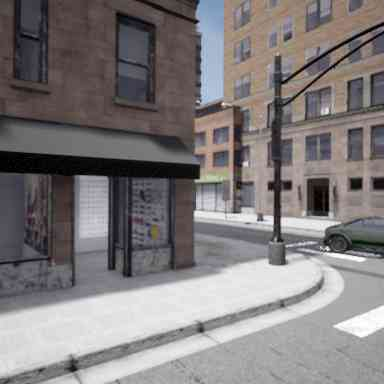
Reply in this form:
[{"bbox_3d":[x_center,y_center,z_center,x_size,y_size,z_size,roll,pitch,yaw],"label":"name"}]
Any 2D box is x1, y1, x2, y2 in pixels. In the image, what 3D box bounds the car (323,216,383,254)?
[{"bbox_3d":[6.926,1.554,11.836,4.181,1.385,1.994,0,0,38],"label":"car"}]
